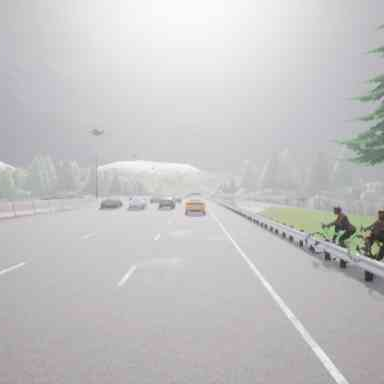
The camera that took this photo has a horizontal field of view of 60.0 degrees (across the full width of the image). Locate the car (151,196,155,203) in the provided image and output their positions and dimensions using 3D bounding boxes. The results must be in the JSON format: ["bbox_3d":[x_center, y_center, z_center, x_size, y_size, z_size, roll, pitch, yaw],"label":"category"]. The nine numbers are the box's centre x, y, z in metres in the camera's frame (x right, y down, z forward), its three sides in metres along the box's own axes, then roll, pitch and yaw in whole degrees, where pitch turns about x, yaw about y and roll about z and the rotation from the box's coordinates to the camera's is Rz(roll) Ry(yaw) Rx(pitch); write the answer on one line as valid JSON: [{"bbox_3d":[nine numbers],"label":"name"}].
[{"bbox_3d":[-6.471,1.362,60.306,1.994,1.385,4.181,0,0,1],"label":"car"}]

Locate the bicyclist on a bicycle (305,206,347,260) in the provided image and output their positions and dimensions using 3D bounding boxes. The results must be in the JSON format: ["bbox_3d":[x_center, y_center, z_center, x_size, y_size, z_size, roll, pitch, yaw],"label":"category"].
[{"bbox_3d":[4.465,1.284,10.266,1.656,1.620,0.582,15,3,15],"label":"bicyclist on a bicycle"}]

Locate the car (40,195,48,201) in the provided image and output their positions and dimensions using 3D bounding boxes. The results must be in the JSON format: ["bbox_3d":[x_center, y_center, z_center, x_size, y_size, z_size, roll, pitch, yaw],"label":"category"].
[{"bbox_3d":[-30.981,1.328,71.918,1.882,1.535,5.008,0,0,0],"label":"car"}]

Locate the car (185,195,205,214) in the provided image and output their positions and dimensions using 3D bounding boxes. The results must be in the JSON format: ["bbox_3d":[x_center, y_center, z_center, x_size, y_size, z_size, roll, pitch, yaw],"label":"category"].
[{"bbox_3d":[0.320,1.353,33.827,1.882,1.535,5.008,0,0,0],"label":"car"}]

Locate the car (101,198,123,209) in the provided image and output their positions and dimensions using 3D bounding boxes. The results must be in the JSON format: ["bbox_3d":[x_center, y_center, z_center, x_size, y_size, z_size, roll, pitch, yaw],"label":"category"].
[{"bbox_3d":[-10.116,1.408,42.147,1.994,1.385,4.181,0,0,0],"label":"car"}]

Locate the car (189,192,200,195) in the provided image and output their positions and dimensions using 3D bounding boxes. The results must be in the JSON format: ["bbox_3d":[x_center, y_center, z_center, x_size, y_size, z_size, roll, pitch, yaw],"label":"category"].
[{"bbox_3d":[0.484,1.021,54.713,2.150,2.045,5.566,0,0,0],"label":"car"}]

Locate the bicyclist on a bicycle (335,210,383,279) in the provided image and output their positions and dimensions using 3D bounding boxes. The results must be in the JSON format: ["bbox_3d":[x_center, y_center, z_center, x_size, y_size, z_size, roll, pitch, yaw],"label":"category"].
[{"bbox_3d":[4.697,1.266,8.491,1.656,1.620,0.582,35,-14,-19],"label":"bicyclist on a bicycle"}]

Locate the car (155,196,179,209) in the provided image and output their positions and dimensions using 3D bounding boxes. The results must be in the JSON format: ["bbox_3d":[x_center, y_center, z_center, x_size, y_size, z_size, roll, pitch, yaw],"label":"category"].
[{"bbox_3d":[-3.113,1.333,42.338,2.128,1.511,4.902,0,0,0],"label":"car"}]

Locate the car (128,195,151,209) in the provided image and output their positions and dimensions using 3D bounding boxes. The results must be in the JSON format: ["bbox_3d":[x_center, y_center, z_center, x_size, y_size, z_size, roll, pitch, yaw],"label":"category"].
[{"bbox_3d":[-6.623,1.374,41.298,1.812,1.442,4.674,0,0,0],"label":"car"}]

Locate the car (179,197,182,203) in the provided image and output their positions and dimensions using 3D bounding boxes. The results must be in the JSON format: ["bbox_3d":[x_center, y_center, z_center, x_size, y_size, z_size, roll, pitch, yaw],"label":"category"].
[{"bbox_3d":[-2.960,1.367,61.787,1.994,1.385,4.181,0,0,1],"label":"car"}]

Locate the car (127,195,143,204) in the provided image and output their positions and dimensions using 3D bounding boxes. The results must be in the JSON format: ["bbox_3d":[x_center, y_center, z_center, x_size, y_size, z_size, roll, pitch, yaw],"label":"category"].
[{"bbox_3d":[-9.984,1.278,58.664,1.882,1.535,5.008,0,0,0],"label":"car"}]
